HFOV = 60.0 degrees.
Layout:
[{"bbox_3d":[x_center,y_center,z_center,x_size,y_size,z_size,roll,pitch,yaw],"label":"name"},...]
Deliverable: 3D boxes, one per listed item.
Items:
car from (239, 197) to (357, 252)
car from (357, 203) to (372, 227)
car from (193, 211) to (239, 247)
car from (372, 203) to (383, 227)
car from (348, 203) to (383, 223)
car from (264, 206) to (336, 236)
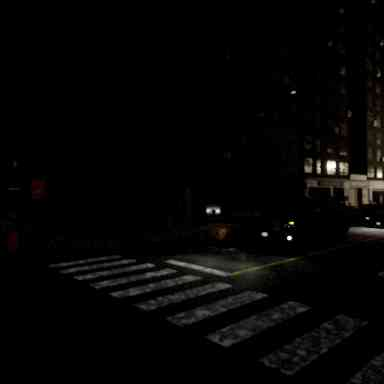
[{"bbox_3d":[4.807,1.247,14.468,5.566,2.045,2.150,0,0,-42],"label":"car"},{"bbox_3d":[10.370,1.599,22.887,4.313,1.339,1.947,0,0,-42],"label":"car"},{"bbox_3d":[2.197,1.577,15.531,4.829,1.417,1.752,0,-1,-42],"label":"car"},{"bbox_3d":[13.422,1.554,22.223,5.357,1.411,2.033,0,0,-42],"label":"car"},{"bbox_3d":[14.393,1.590,26.508,4.313,1.339,1.947,0,0,-42],"label":"car"},{"bbox_3d":[6.347,1.593,19.266,4.403,1.369,2.008,0,-1,-42],"label":"car"}]
